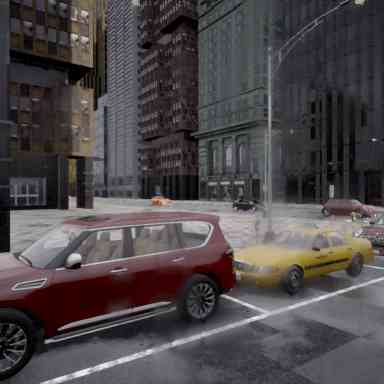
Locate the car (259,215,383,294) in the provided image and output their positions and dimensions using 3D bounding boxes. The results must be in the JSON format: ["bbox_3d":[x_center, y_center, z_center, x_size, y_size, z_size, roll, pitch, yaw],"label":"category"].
[{"bbox_3d":[2.934,1.524,8.746,4.829,1.417,1.752,0,0,-36],"label":"car"}]

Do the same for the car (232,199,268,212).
[{"bbox_3d":[6.842,1.587,39.728,1.837,1.490,4.892,0,0,-35],"label":"car"}]

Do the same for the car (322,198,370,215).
[{"bbox_3d":[14.027,1.398,29.646,2.097,1.767,4.553,0,0,-35],"label":"car"}]

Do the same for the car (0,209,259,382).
[{"bbox_3d":[-1.489,1.315,5.592,5.009,1.841,2.192,0,0,-36],"label":"car"}]

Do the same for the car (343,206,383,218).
[{"bbox_3d":[7.632,1.439,12.099,4.097,1.590,1.967,0,0,-36],"label":"car"}]

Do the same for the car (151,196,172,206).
[{"bbox_3d":[-5.209,1.493,56.764,2.097,1.767,4.553,0,0,-35],"label":"car"}]
